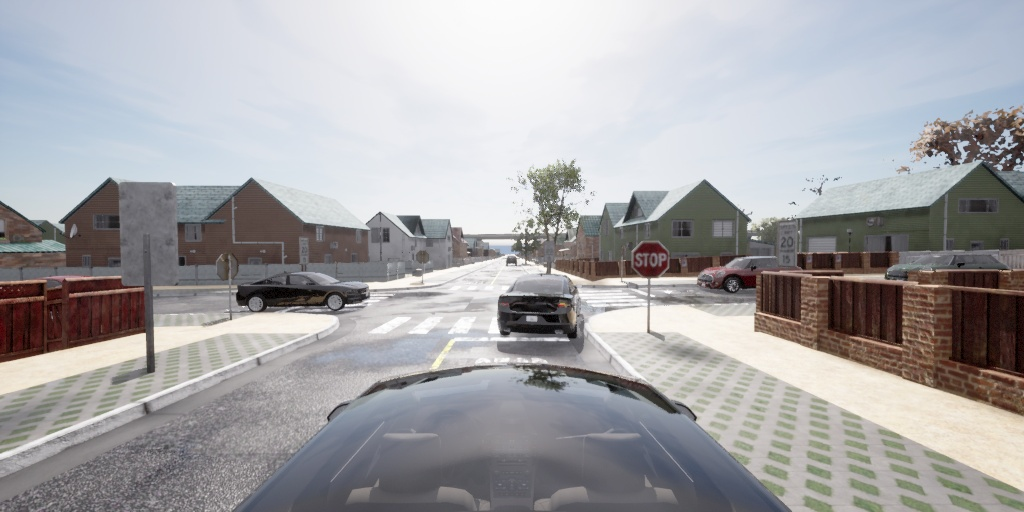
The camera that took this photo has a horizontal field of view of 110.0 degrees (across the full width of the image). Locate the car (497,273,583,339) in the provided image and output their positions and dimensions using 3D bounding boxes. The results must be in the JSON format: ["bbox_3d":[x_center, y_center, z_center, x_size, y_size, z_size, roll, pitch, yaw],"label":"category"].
[{"bbox_3d":[0.948,1.224,10.270,1.882,1.535,5.008,0,0,12],"label":"car"}]

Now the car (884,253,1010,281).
[{"bbox_3d":[21.683,0.645,17.976,4.553,1.767,2.097,-1,2,0],"label":"car"}]

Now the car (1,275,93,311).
[{"bbox_3d":[-18.036,1.546,14.712,5.008,1.535,1.882,-1,2,0],"label":"car"}]

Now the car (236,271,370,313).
[{"bbox_3d":[-8.484,1.376,14.786,5.008,1.535,1.882,-1,2,0],"label":"car"}]

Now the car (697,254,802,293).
[{"bbox_3d":[11.788,0.820,17.893,4.553,1.767,2.097,-1,2,0],"label":"car"}]
